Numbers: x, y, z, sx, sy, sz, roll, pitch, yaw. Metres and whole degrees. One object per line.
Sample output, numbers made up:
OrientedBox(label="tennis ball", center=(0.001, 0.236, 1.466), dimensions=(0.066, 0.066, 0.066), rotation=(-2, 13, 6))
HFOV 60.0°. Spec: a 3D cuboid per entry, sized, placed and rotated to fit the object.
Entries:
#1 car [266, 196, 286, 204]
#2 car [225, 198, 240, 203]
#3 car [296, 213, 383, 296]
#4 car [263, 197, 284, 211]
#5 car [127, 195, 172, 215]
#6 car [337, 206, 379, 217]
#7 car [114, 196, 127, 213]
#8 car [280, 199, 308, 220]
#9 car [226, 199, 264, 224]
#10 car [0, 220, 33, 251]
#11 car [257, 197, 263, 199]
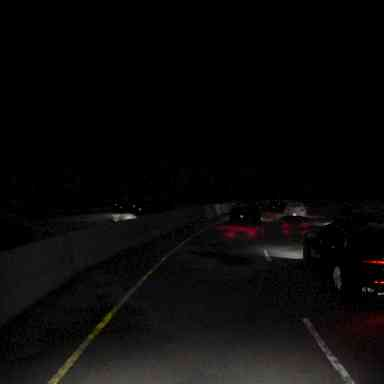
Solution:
OrientedBox(label="car", center=(17.540, 1.703, 69.202), dimensions=(1.882, 1.535, 5.008), rotation=(0, -1, 41))
OrientedBox(label="car", center=(6.340, 1.642, 48.291), dimensions=(1.882, 1.535, 5.008), rotation=(0, 0, 30))
OrientedBox(label="car", center=(4.257, 1.524, 8.625), dimensions=(1.837, 1.490, 4.892), rotation=(0, 0, 6))
OrientedBox(label="car", center=(10.792, 1.616, 41.475), dimensions=(2.128, 1.511, 4.902), rotation=(0, 0, 27))
OrientedBox(label="car", center=(-4.034, 1.310, 34.528), dimensions=(2.150, 2.045, 5.566), rotation=(0, 0, 21))
OrientedBox(label="car", center=(9.913, 1.570, 20.046), dimensions=(1.812, 1.442, 4.674), rotation=(0, 0, 14))
OrientedBox(label="car", center=(-6.530, 1.325, 37.767), dimensions=(2.150, 2.045, 5.566), rotation=(0, 0, 22))
OrientedBox(label="car", center=(8.998, 1.595, 28.830), dimensions=(1.812, 1.442, 4.674), rotation=(0, 0, 20))
OrientedBox(label="car", center=(4.097, 1.532, 25.123), dimensions=(1.882, 1.535, 5.008), rotation=(0, 0, 16))
OrientedBox(label="car", center=(-6.424, 1.475, 9.063), dimensions=(1.882, 1.535, 5.008), rotation=(0, 0, 7))
OrientedBox(label="car", center=(15.313, 1.760, 71.950), dimensions=(2.128, 1.511, 4.902), rotation=(0, -1, 41))
